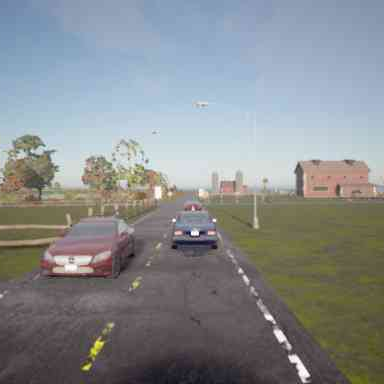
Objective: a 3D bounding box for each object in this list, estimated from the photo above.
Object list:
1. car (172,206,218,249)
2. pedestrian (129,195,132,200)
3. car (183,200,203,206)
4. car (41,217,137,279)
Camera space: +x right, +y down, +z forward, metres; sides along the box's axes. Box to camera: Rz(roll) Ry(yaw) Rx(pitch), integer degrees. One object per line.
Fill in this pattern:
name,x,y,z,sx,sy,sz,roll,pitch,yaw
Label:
car,0.105,1.550,14.633,2.033,1.411,5.357,0,0,0
pedestrian,-12.139,1.437,65.608,0.375,1.860,0.375,0,1,0
car,0.110,1.534,34.004,1.812,1.442,4.674,0,0,0
car,-2.847,1.528,10.165,1.812,1.442,4.674,0,0,0
